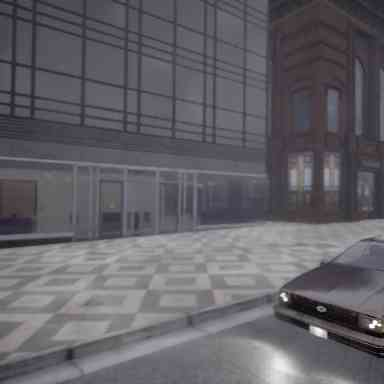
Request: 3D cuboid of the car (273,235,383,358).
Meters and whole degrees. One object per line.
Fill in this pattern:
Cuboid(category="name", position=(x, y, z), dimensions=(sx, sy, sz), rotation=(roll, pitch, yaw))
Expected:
Cuboid(category="car", position=(3.917, 1.560, 6.196), dimensions=(5.357, 1.411, 2.033), rotation=(0, 0, -36))
